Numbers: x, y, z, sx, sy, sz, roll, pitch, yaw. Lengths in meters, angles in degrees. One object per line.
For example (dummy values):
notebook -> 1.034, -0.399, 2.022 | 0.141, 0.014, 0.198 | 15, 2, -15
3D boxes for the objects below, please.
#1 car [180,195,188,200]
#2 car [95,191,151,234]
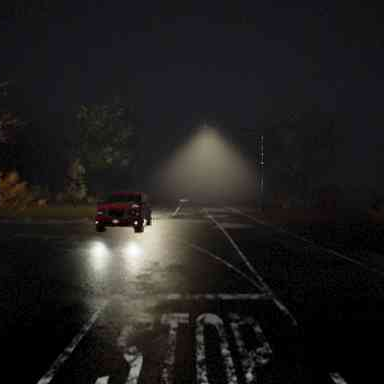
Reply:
car -> -2.198, 1.544, 91.791 | 1.994, 1.385, 4.181 | 0, 0, 6
car -> -3.492, 0.973, 17.955 | 2.150, 2.045, 5.566 | 1, 0, 0
